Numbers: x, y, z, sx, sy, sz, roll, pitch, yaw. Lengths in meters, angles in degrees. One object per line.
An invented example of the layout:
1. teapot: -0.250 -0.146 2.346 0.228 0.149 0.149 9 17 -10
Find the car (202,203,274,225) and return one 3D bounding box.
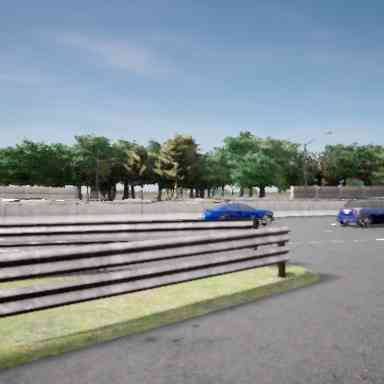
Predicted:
1. car: 3.206 1.482 22.900 5.008 1.535 1.882 0 0 -13

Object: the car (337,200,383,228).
1. car: 11.751 1.289 21.340 4.553 1.767 2.097 0 0 -13
